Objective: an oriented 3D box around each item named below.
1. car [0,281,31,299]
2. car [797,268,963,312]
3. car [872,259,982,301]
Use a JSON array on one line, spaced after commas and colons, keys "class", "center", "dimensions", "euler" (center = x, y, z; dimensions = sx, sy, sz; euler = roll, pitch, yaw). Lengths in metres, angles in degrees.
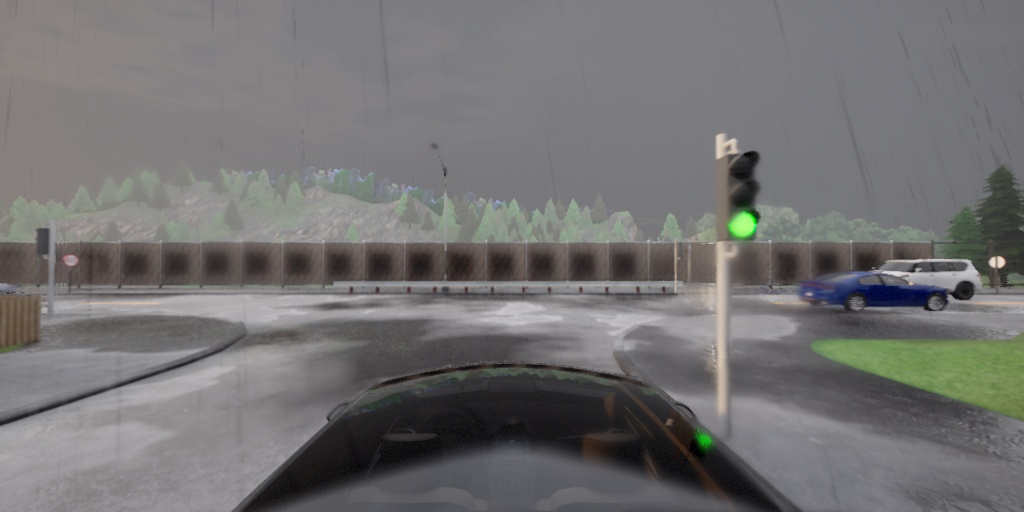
[{"class": "car", "center": [-22.629, 1.434, 14.541], "dimensions": [4.674, 1.442, 1.812], "euler": [0, -1, 0]}, {"class": "car", "center": [14.514, 1.385, 14.546], "dimensions": [5.008, 1.535, 1.882], "euler": [0, -1, 0]}, {"class": "car", "center": [20.721, 1.179, 18.650], "dimensions": [5.566, 2.045, 2.150], "euler": [0, -1, 0]}]
